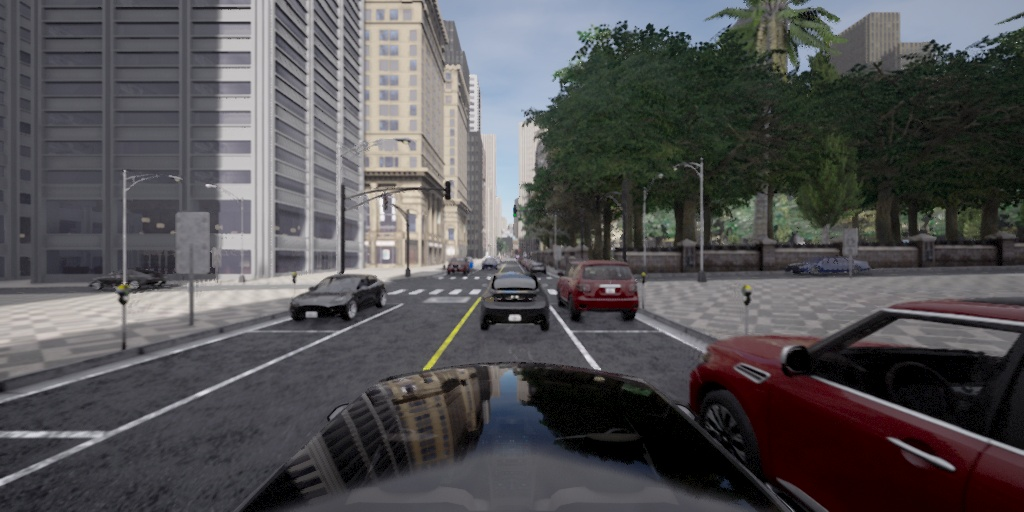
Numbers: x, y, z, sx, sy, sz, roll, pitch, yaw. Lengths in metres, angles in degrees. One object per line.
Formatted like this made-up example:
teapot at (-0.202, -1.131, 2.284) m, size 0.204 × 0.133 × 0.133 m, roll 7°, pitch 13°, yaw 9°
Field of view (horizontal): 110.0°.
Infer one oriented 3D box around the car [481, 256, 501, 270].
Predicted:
car at (-3.078, 1.027, 49.937) m, size 2.097 × 1.767 × 4.553 m, roll 0°, pitch 0°, yaw 0°

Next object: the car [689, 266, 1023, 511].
car at (2.763, 1.065, 1.491) m, size 2.192 × 1.841 × 5.009 m, roll 0°, pitch 0°, yaw 0°

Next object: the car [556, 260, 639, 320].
car at (2.762, 1.056, 12.466) m, size 2.192 × 1.841 × 5.009 m, roll 0°, pitch 0°, yaw 0°

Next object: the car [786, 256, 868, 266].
car at (24.087, 0.716, 27.463) m, size 5.357 × 1.411 × 2.033 m, roll -1°, pitch 0°, yaw 0°

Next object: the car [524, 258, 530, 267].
car at (2.759, 1.269, 44.445) m, size 1.802 × 1.307 × 4.207 m, roll 0°, pitch 0°, yaw 0°

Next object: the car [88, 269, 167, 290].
car at (-29.597, 1.801, 27.704) m, size 4.892 × 1.490 × 1.837 m, roll -1°, pitch 0°, yaw 0°

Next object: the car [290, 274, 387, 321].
car at (-5.763, 1.307, 12.483) m, size 1.948 × 1.339 × 4.313 m, roll 0°, pitch 0°, yaw 0°

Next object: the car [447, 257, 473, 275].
car at (-5.766, 1.013, 39.043) m, size 2.192 × 1.841 × 5.009 m, roll 0°, pitch 0°, yaw 0°

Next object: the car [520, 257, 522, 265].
car at (2.757, 1.231, 60.706) m, size 1.802 × 1.307 × 4.207 m, roll 0°, pitch 0°, yaw 0°

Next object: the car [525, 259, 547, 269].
car at (2.759, 1.264, 39.025) m, size 1.948 × 1.339 × 4.313 m, roll 0°, pitch 0°, yaw 0°

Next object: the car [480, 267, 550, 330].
car at (0.084, 1.248, 11.069) m, size 1.837 × 1.490 × 4.892 m, roll 0°, pitch 0°, yaw 0°

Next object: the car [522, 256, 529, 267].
car at (2.758, 1.115, 49.866) m, size 1.967 × 1.591 × 4.097 m, roll 0°, pitch 0°, yaw 0°
